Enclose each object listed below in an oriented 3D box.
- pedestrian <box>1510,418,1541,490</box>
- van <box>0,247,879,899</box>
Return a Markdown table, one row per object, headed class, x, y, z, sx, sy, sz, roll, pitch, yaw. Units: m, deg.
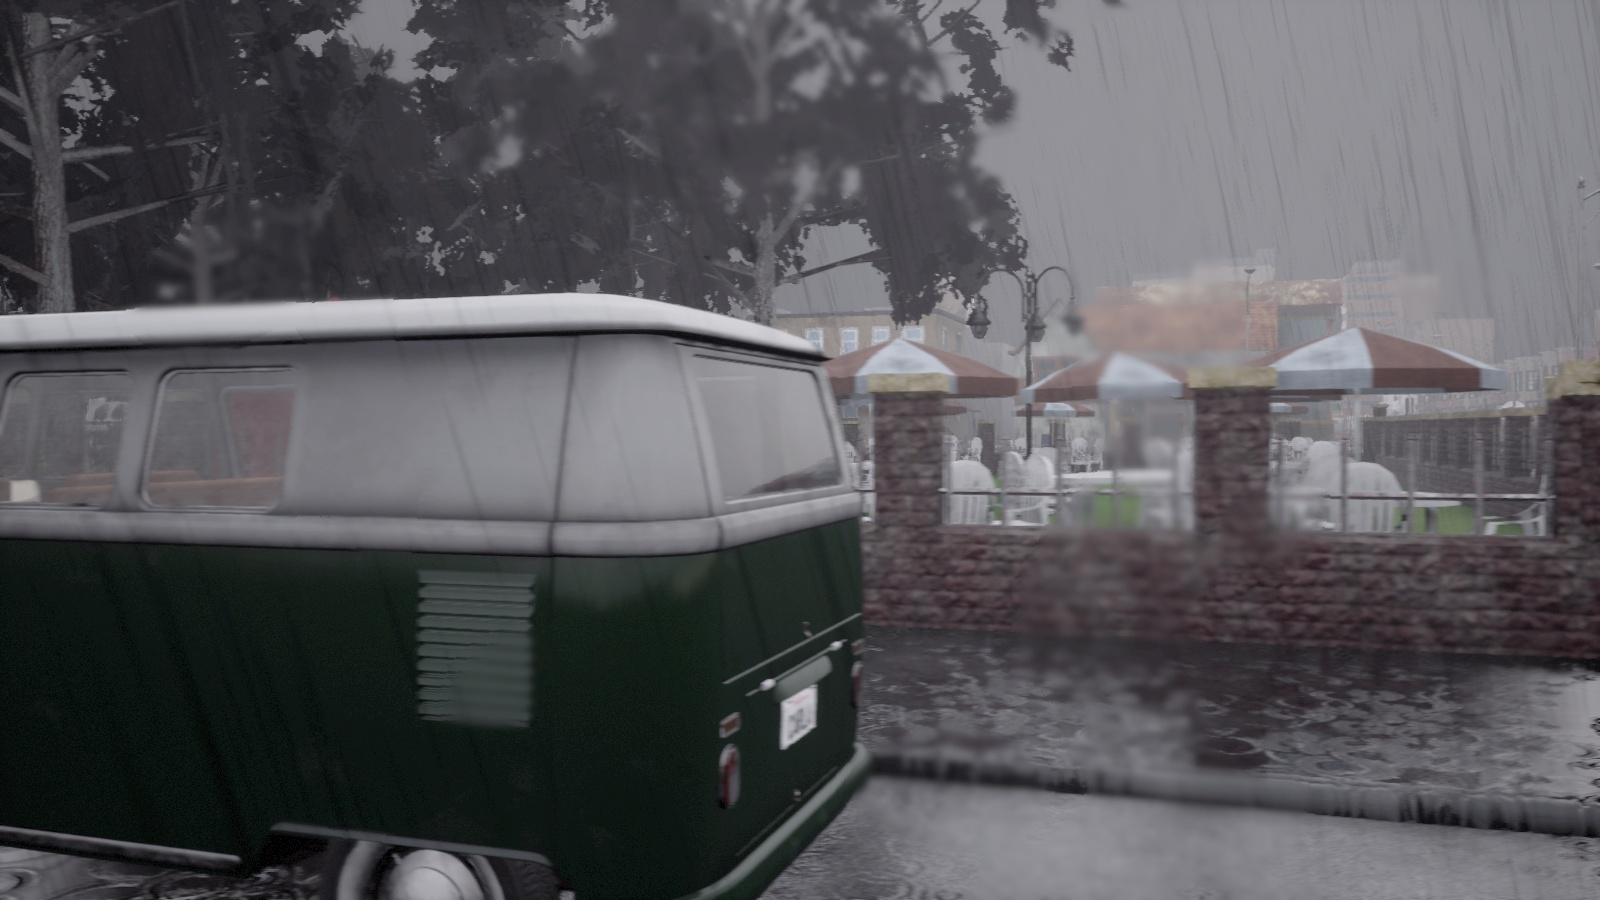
| class | x | y | z | sx | sy | sz | roll | pitch | yaw |
| --- | --- | --- | --- | --- | --- | --- | --- | --- | --- |
| pedestrian | 20.213 | 0.104 | 34.977 | 0.659 | 1.952 | 0.873 | 1 | 1 | 35 |
| van | -2.104 | 0.501 | 4.418 | 4.442 | 1.987 | 1.775 | 1 | 1 | 18 |
